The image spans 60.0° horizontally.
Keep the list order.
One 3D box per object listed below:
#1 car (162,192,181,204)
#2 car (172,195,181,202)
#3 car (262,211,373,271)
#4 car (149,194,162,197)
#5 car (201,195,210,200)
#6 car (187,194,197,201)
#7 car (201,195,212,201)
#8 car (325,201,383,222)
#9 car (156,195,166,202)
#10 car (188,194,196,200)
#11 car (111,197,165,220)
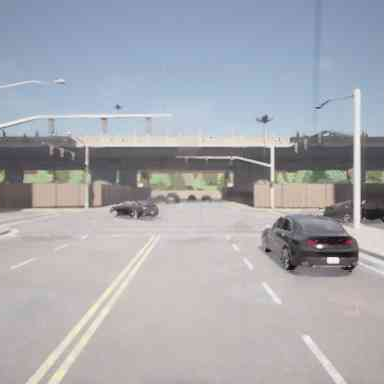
[{"bbox_3d":[-3.547,1.095,59.599,2.150,2.045,5.566,0,0,1],"label":"car"},{"bbox_3d":[-3.513,1.342,75.110,1.837,1.490,4.892,0,0,0],"label":"car"},{"bbox_3d":[3.572,1.482,10.816,1.837,1.490,4.892,0,0,0],"label":"car"},{"bbox_3d":[-7.043,1.422,59.567,2.033,1.411,5.357,0,0,1],"label":"car"},{"bbox_3d":[3.485,1.370,86.950,1.994,1.385,4.181,0,0,0],"label":"car"},{"bbox_3d":[-0.013,1.336,76.588,1.837,1.490,4.892,0,0,0],"label":"car"},{"bbox_3d":[3.487,1.360,76.963,1.812,1.442,4.674,0,0,0],"label":"car"},{"bbox_3d":[11.932,1.398,23.686,4.892,1.490,1.837,0,-2,-6],"label":"car"},{"bbox_3d":[-7.013,1.342,75.103,1.837,1.490,4.892,0,0,0],"label":"car"},{"bbox_3d":[-0.015,1.317,86.949,1.837,1.490,4.892,0,0,0],"label":"car"},{"bbox_3d":[-4.806,1.409,27.322,4.902,1.511,2.128,0,0,44],"label":"car"}]
